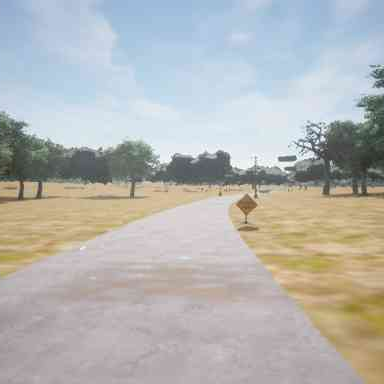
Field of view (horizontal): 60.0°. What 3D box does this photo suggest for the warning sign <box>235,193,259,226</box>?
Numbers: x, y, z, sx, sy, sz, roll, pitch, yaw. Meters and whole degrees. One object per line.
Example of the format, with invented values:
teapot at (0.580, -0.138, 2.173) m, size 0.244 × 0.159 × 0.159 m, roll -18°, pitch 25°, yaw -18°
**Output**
warning sign at (3.284, 1.044, 20.033) m, size 1.300 × 1.860 × 1.060 m, roll 2°, pitch 2°, yaw 3°
